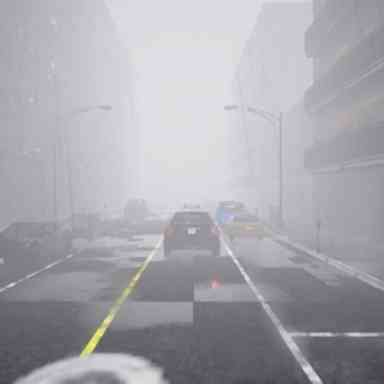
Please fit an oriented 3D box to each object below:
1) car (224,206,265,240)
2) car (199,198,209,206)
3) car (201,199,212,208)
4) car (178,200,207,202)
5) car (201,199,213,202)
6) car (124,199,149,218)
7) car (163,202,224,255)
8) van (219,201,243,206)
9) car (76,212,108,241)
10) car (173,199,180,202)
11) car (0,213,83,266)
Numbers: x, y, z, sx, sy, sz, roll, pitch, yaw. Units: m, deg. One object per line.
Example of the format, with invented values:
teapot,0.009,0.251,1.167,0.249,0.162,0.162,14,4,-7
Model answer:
car,2.668,1.692,17.829,1.752,1.417,4.829,-1,-1,0
car,2.631,2.167,74.504,1.967,1.590,4.097,-1,-1,0
car,2.640,2.156,63.134,1.887,1.381,4.507,-1,-1,0
car,-0.014,1.769,29.296,2.128,1.511,4.902,0,0,0
car,2.647,2.048,51.764,2.008,1.369,4.403,-1,-1,0
car,-5.726,1.644,34.713,2.192,1.841,5.009,-1,-1,0
car,-0.006,1.481,14.066,2.097,1.767,4.553,0,-1,0
van,2.662,1.560,23.345,1.690,1.788,3.998,-1,-1,0
car,-5.711,1.731,17.656,1.947,1.339,4.313,-1,-1,0
car,-3.043,2.195,69.277,1.812,1.442,4.674,0,-1,0
car,-5.707,1.678,11.972,1.947,1.339,4.313,-1,-1,0
